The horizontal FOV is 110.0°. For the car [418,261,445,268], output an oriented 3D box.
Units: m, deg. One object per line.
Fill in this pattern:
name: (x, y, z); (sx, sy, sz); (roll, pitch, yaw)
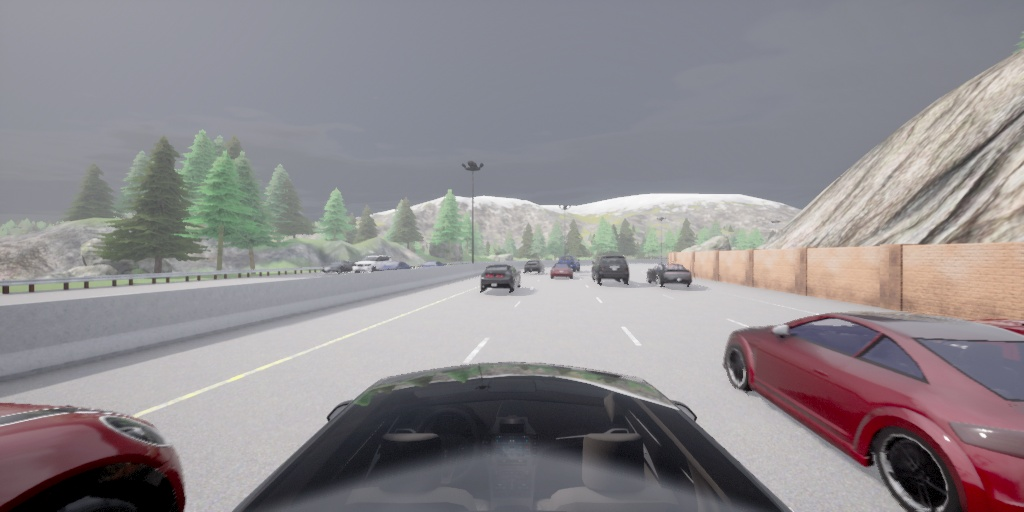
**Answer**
car: (-8.695, 1.273, 39.017); (1.812, 1.442, 4.674); (0, 0, 11)

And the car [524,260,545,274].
car: (2.667, 1.251, 41.555); (1.837, 1.490, 4.892); (-1, -1, 13)

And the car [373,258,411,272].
car: (-12.409, 1.273, 38.159); (1.812, 1.442, 4.674); (0, 0, 11)

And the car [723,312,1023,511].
car: (4.168, 1.314, 4.006); (1.994, 1.385, 4.181); (0, 0, 8)

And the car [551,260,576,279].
car: (4.597, 1.312, 33.047); (1.994, 1.385, 4.181); (0, 0, 9)

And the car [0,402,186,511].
car: (-3.369, 1.101, 0.489); (2.097, 1.767, 4.553); (0, 0, 8)

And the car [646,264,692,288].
car: (10.389, 1.241, 23.980); (2.128, 1.511, 4.902); (0, 0, 8)

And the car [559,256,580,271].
car: (7.098, 0.970, 44.595); (2.150, 2.045, 5.566); (0, 0, 18)

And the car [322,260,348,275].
car: (-19.105, 1.238, 40.250); (2.128, 1.511, 4.902); (0, 0, 11)

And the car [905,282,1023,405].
car: (7.679, 1.228, 3.850); (1.882, 1.535, 5.008); (0, 0, 8)

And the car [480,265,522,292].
car: (-0.595, 1.253, 21.089); (1.837, 1.490, 4.892); (0, 0, 8)

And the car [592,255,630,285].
car: (7.197, 0.971, 26.506); (2.150, 2.045, 5.566); (0, 0, 8)

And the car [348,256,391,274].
car: (-15.555, 0.968, 40.514); (2.150, 2.045, 5.566); (0, 0, 11)
